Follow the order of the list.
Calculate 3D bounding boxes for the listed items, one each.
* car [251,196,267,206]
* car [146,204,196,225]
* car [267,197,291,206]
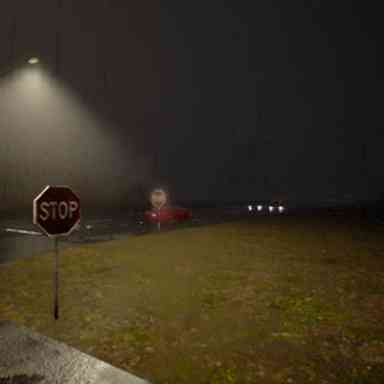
[{"bbox_3d":[11.469,1.473,55.557,1.882,1.535,5.008,0,0,35],"label":"car"},{"bbox_3d":[-1.459,1.565,24.435,1.994,1.385,4.181,0,0,35],"label":"car"},{"bbox_3d":[14.351,1.478,53.572,1.882,1.535,5.008,0,0,35],"label":"car"}]
